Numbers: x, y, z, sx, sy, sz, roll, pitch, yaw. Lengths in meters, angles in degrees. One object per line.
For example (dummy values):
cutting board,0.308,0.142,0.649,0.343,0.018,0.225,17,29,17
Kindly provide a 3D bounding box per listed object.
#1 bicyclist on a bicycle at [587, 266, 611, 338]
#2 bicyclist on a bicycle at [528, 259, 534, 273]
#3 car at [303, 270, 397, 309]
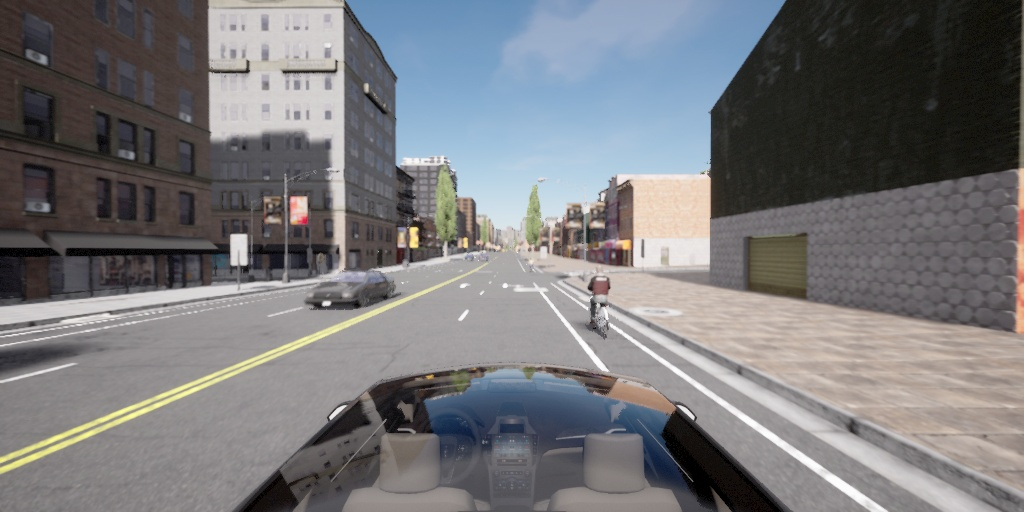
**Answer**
bicyclist on a bicycle,2.245,1.131,9.389,0.659,1.776,1.843,0,0,0
bicyclist on a bicycle,2.252,1.144,42.295,0.866,1.612,1.509,0,0,0
car,-6.584,1.308,15.409,2.033,1.411,5.357,0,0,0
